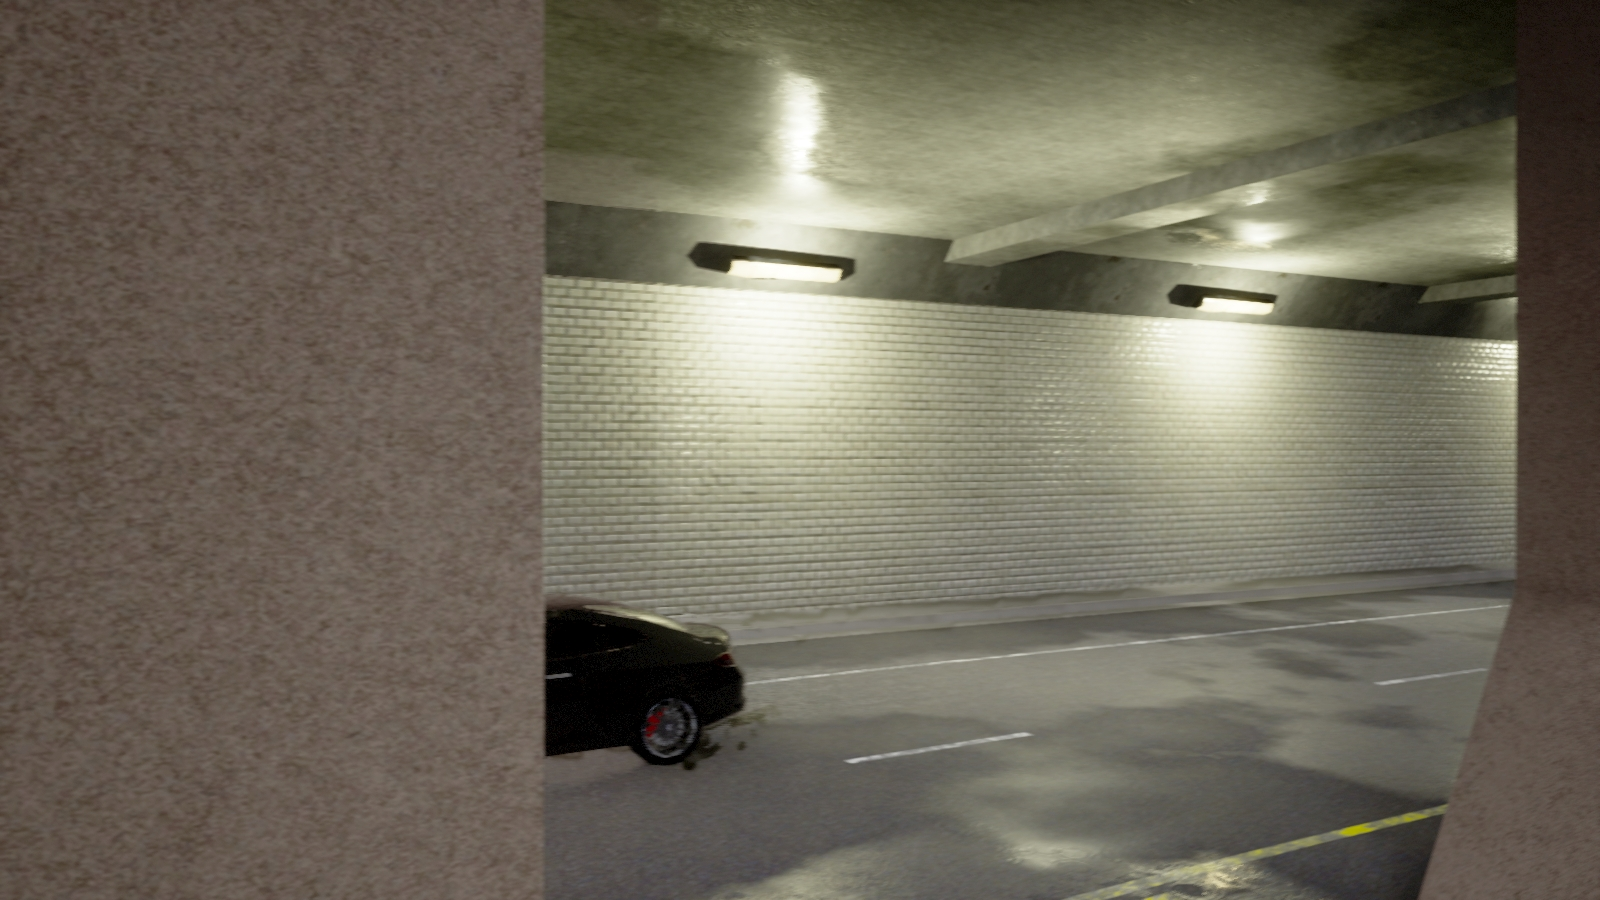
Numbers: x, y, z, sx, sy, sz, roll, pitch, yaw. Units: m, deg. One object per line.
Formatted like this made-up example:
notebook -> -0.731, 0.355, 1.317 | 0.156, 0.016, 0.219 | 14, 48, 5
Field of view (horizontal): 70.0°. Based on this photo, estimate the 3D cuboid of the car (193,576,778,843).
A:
car -> -2.718, 2.079, 10.205 | 4.674, 1.442, 2.002 | 0, 0, -31
